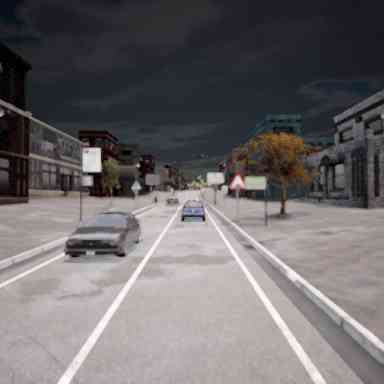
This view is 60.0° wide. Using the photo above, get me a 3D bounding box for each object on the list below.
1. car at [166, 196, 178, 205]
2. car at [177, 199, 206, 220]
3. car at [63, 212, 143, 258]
[{"bbox_3d":[-3.067,1.305,53.926,1.812,1.442,4.674,0,-1,0],"label":"car"},{"bbox_3d":[0.109,1.360,26.413,2.033,1.411,5.357,0,2,0],"label":"car"},{"bbox_3d":[-3.098,1.481,12.822,2.033,1.411,5.357,0,0,0],"label":"car"}]
